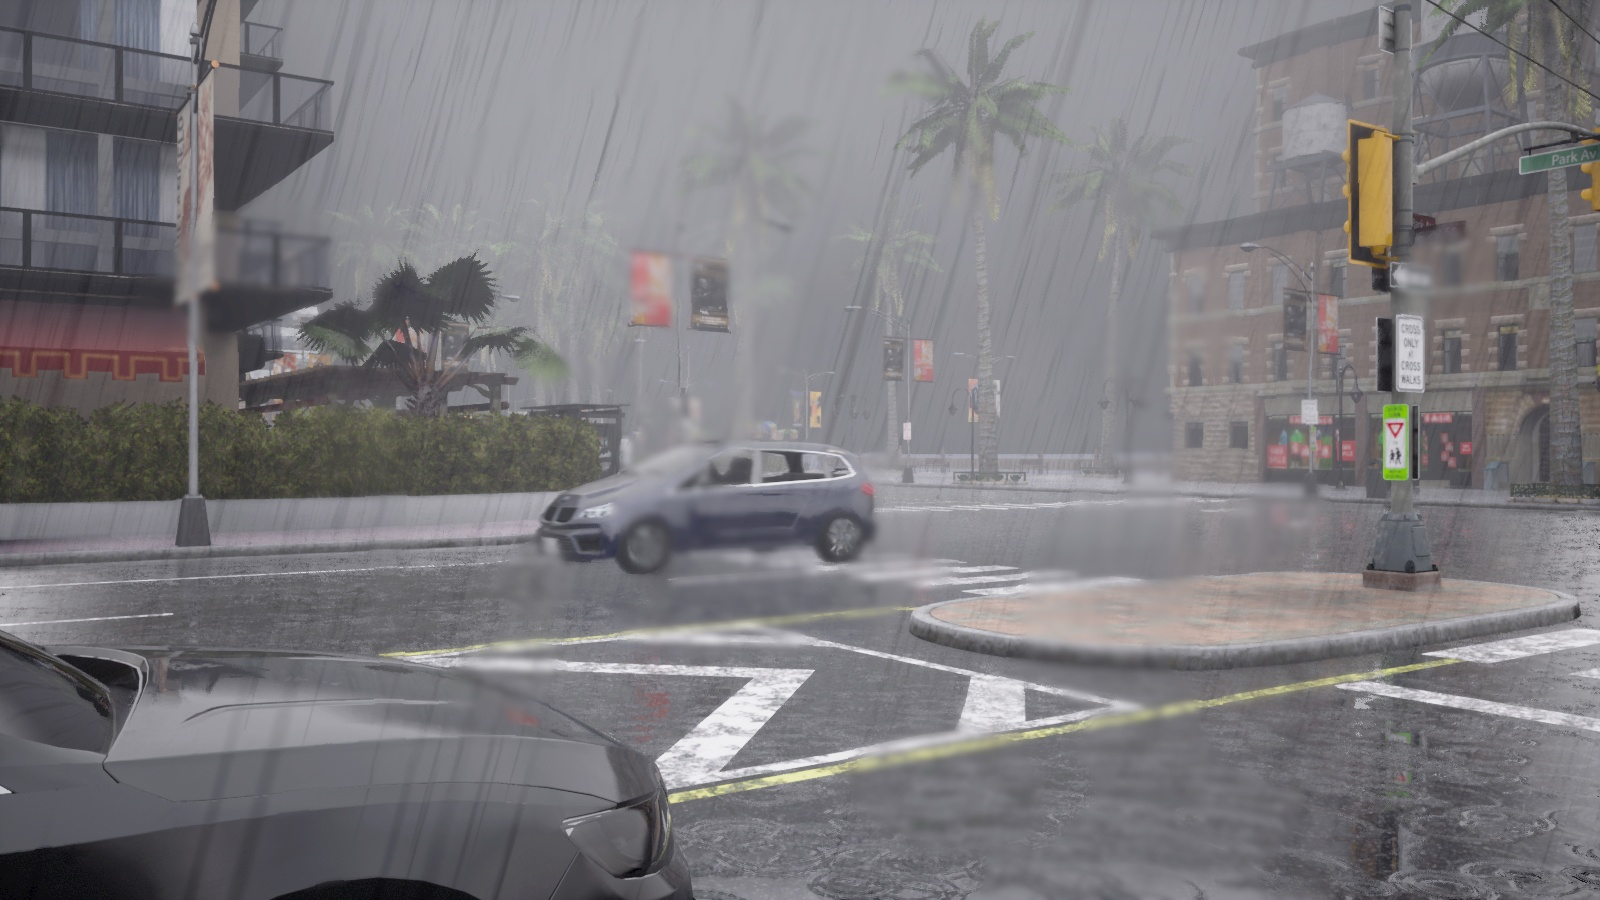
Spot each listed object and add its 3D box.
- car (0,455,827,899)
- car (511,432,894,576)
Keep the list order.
[{"bbox_3d":[-2.478,0.760,1.933,4.892,1.490,1.837,0,0,-35],"label":"car"},{"bbox_3d":[-1.253,0.633,16.817,4.611,1.667,2.242,0,0,-34],"label":"car"}]
